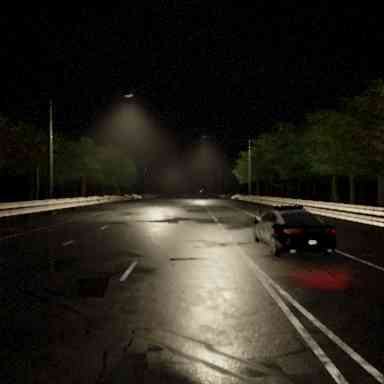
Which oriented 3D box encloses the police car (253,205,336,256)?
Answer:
[{"bbox_3d":[3.629,1.331,12.766,1.930,1.638,5.238,0,0,-2],"label":"police car"}]
